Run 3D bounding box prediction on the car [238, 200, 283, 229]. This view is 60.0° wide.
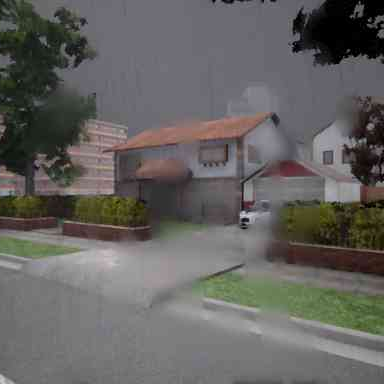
[{"bbox_3d":[4.004,1.168,17.454,1.970,1.475,3.806,0,0,36],"label":"car"}]
